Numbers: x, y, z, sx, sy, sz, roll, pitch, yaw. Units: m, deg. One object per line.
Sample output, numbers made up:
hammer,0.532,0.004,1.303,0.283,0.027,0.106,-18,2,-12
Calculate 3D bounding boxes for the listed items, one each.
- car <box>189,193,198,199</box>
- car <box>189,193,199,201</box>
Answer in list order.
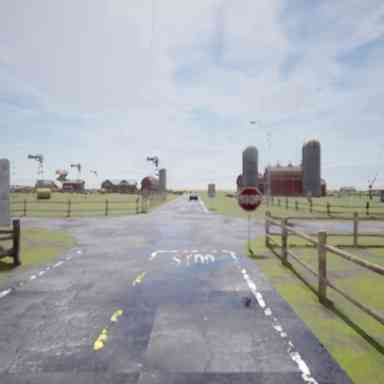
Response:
car,0.397,0.946,78.709,1.994,1.385,4.181,0,0,0
car,0.344,1.093,68.287,1.882,1.535,5.008,0,0,0
